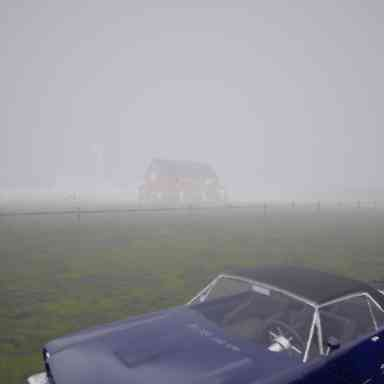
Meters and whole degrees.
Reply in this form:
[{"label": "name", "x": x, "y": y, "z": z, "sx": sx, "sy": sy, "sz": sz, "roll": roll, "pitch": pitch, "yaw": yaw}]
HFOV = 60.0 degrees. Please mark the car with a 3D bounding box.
[{"label": "car", "x": 0.856, "y": 1.615, "z": 3.689, "sx": 4.718, "sy": 1.301, "sz": 1.895, "roll": 0, "pitch": 0, "yaw": -36}]
